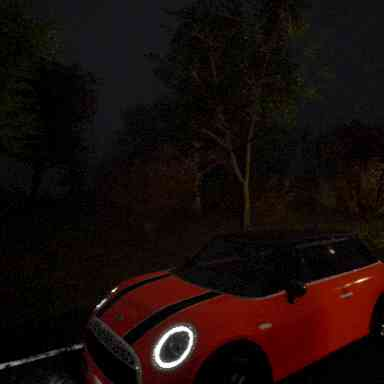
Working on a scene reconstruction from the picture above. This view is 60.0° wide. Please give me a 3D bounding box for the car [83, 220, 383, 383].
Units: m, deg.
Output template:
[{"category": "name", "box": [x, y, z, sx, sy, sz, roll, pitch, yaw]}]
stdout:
[{"category": "car", "box": [0.907, 1.349, 4.642, 4.553, 1.767, 2.097, 0, 0, -36]}]
